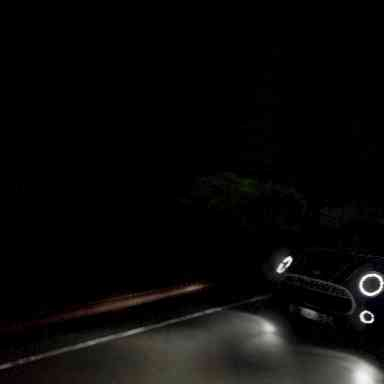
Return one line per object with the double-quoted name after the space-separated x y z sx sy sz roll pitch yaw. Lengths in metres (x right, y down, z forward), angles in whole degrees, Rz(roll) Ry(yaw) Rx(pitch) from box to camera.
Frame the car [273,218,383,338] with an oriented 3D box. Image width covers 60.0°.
3.709 1.349 6.598 4.553 1.767 2.097 0 0 -35 "car"
